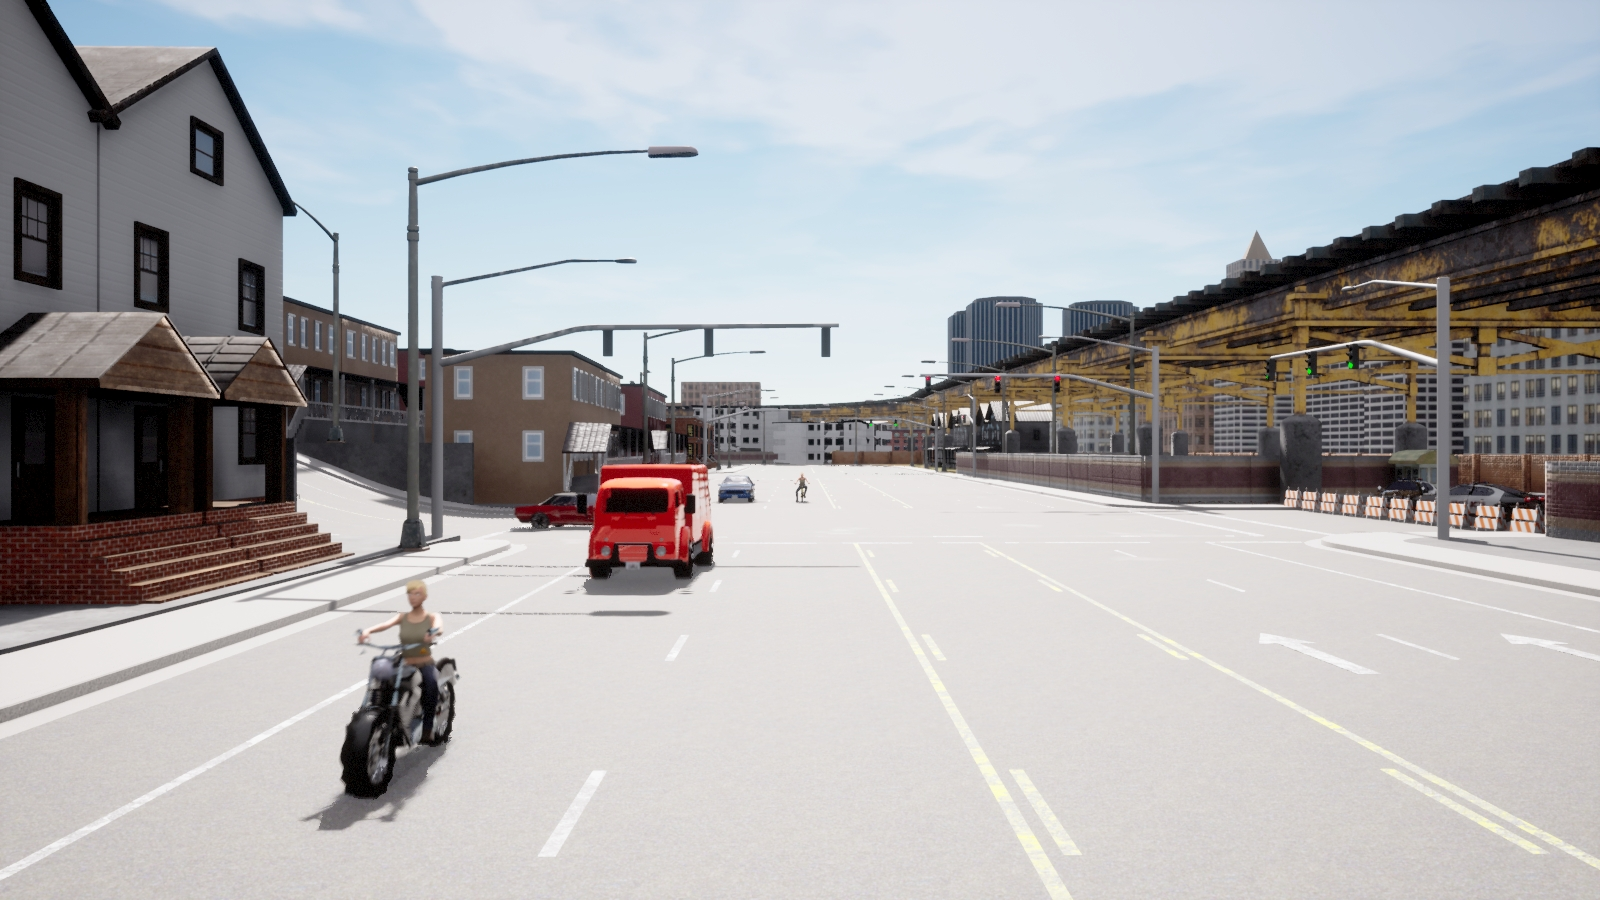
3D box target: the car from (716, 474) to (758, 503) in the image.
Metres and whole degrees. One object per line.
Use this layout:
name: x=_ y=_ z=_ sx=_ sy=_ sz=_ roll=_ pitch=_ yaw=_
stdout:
car: x=-3.449 y=2.106 z=63.014 sx=2.033 sy=1.411 sz=5.357 roll=0 pitch=0 yaw=0

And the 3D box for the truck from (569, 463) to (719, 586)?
truck: x=-3.400 y=1.568 z=26.183 sx=2.627 sy=2.467 sz=5.204 roll=0 pitch=0 yaw=1

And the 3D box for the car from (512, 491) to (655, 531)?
car: x=-7.858 y=2.206 z=41.613 sx=4.718 sy=1.301 sz=1.895 roll=-1 pitch=0 yaw=12
